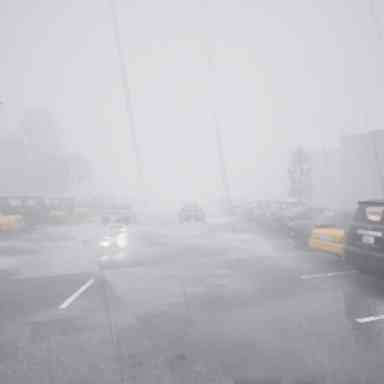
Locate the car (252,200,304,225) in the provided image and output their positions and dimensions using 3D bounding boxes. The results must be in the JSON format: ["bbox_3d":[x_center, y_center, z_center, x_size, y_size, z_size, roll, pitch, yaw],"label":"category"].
[{"bbox_3d":[6.334,1.370,20.043,4.553,1.767,2.185,1,-1,-20],"label":"car"}]

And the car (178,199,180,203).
[{"bbox_3d":[-1.901,2.056,68.987,2.128,1.511,4.902,0,-1,-1],"label":"car"}]

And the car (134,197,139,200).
[{"bbox_3d":[-11.327,1.838,53.251,4.553,1.767,2.185,-1,-1,-19],"label":"car"}]

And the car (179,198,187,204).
[{"bbox_3d":[-2.100,2.158,78.790,1.895,1.301,4.718,0,1,-1],"label":"car"}]

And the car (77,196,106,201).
[{"bbox_3d":[-11.559,1.428,32.180,5.566,2.045,2.435,-1,-1,-20],"label":"car"}]

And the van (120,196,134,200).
[{"bbox_3d":[-11.517,1.698,50.200,4.442,1.987,1.878,-1,-1,-19],"label":"van"}]

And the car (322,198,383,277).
[{"bbox_3d":[6.438,1.198,8.326,5.566,2.045,2.435,1,0,-20],"label":"car"}]

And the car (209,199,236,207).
[{"bbox_3d":[5.832,2.086,64.124,4.792,1.488,2.163,1,-1,-21],"label":"car"}]

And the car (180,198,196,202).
[{"bbox_3d":[-0.147,1.793,42.076,2.128,1.511,4.902,0,-1,-1],"label":"car"}]

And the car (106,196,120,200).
[{"bbox_3d":[-11.563,1.509,38.198,5.566,2.045,2.435,-1,-1,-20],"label":"car"}]

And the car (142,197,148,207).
[{"bbox_3d":[-11.226,1.793,59.259,5.566,2.045,2.435,-1,-1,-19],"label":"car"}]

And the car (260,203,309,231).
[{"bbox_3d":[6.371,1.474,17.111,5.008,1.535,2.097,1,-1,-20],"label":"car"}]

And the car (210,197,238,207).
[{"bbox_3d":[5.879,1.892,61.182,4.553,1.767,2.185,1,-1,-21],"label":"car"}]

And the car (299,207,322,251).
[{"bbox_3d":[6.574,1.449,11.307,5.366,1.575,1.946,1,0,-20],"label":"car"}]

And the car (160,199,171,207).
[{"bbox_3d":[-5.177,2.167,65.963,2.033,1.411,5.357,0,-1,0],"label":"car"}]

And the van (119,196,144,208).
[{"bbox_3d":[-11.307,1.861,62.202,4.442,1.987,1.878,-1,-1,-19],"label":"van"}]

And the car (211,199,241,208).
[{"bbox_3d":[5.981,2.009,58.250,4.792,1.488,2.163,1,-1,-21],"label":"car"}]

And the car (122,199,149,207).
[{"bbox_3d":[-11.135,2.125,65.237,5.008,1.535,2.097,-1,-1,-19],"label":"car"}]

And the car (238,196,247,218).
[{"bbox_3d":[6.298,1.430,25.909,4.553,1.767,2.185,1,-1,-20],"label":"car"}]

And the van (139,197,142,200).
[{"bbox_3d":[-11.196,1.777,56.289,4.442,1.987,1.878,-1,-1,-19],"label":"van"}]

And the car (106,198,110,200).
[{"bbox_3d":[-11.537,1.720,35.192,4.892,1.521,2.231,-1,-1,-20],"label":"car"}]

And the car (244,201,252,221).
[{"bbox_3d":[6.350,1.563,22.974,4.674,1.452,2.002,1,0,-20],"label":"car"}]

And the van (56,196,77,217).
[{"bbox_3d":[-11.599,1.374,26.157,4.442,1.987,1.878,-1,0,-20],"label":"van"}]

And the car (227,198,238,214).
[{"bbox_3d":[6.272,1.631,31.786,4.892,1.521,2.231,1,-1,-20],"label":"car"}]

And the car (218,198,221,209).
[{"bbox_3d":[6.165,1.775,40.579,4.792,1.488,2.163,1,-1,-21],"label":"car"}]

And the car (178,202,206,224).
[{"bbox_3d":[0.002,1.681,25.193,1.895,1.301,4.718,0,-1,0],"label":"car"}]

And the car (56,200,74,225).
[{"bbox_3d":[-11.293,1.559,23.267,5.366,1.575,1.946,-1,-1,-20],"label":"car"}]

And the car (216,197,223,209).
[{"bbox_3d":[6.168,1.785,43.524,5.008,1.535,2.097,1,-1,-21],"label":"car"}]

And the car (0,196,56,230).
[{"bbox_3d":[-11.478,1.283,20.200,5.566,2.045,2.435,-1,0,-20],"label":"car"}]

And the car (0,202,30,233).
[{"bbox_3d":[-11.611,1.509,17.154,5.366,1.575,1.946,-1,0,-20],"label":"car"}]

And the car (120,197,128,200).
[{"bbox_3d":[-11.496,1.843,44.230,4.892,1.521,2.231,-1,-1,-19],"label":"car"}]

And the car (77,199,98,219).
[{"bbox_3d":[-11.336,1.633,29.259,5.366,1.575,1.946,-1,-1,-20],"label":"car"}]

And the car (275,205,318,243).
[{"bbox_3d":[6.396,1.461,14.180,5.008,1.535,2.097,1,0,-20],"label":"car"}]

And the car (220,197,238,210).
[{"bbox_3d":[6.233,1.708,37.652,5.008,1.535,2.097,1,-1,-21],"label":"car"}]

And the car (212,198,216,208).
[{"bbox_3d":[5.949,1.818,46.394,5.366,1.575,1.946,1,-1,-21],"label":"car"}]

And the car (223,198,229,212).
[{"bbox_3d":[6.249,1.670,34.718,4.892,1.521,2.231,1,-1,-21],"label":"car"}]

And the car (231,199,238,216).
[{"bbox_3d":[6.299,1.591,28.849,5.008,1.535,2.097,1,-1,-20],"label":"car"}]

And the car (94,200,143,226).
[{"bbox_3d":[-5.178,1.563,24.166,2.128,1.511,4.902,0,-1,0],"label":"car"}]
